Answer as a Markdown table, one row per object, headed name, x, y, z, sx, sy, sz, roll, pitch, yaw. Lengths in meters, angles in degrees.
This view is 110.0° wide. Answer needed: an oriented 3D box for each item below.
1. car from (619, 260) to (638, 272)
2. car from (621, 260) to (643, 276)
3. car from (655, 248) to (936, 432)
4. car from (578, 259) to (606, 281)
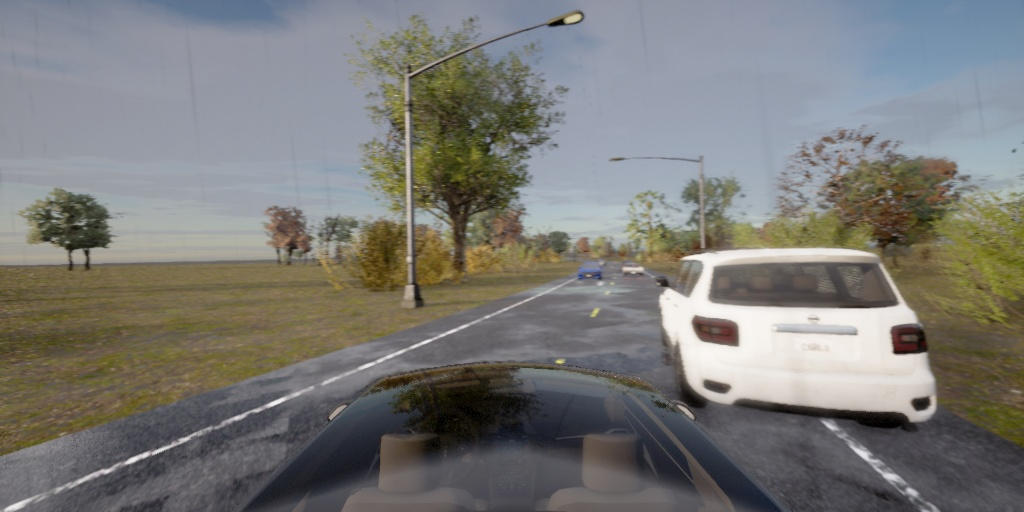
| name | x | y | z | sx | sy | sz | roll | pitch | yaw |
| --- | --- | --- | --- | --- | --- | --- | --- | --- | --- |
| car | 15.558 | 1.307 | 48.098 | 2.033 | 1.411 | 5.357 | -1 | 0 | 15 |
| car | 12.584 | 1.353 | 37.437 | 1.895 | 1.301 | 4.718 | -1 | 0 | 16 |
| car | 3.702 | 0.929 | 5.873 | 2.150 | 2.045 | 5.566 | -1 | -1 | 19 |
| car | 6.920 | 1.317 | 31.352 | 1.882 | 1.535 | 5.008 | -1 | 0 | 17 |
